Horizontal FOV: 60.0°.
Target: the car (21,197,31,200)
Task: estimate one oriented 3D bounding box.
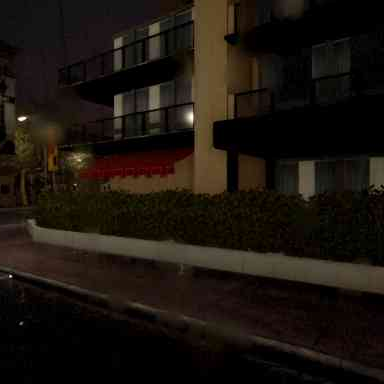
[{"bbox_3d":[-35.601,1.481,67.658,4.892,1.521,2.231,0,0,36],"label":"car"}]
